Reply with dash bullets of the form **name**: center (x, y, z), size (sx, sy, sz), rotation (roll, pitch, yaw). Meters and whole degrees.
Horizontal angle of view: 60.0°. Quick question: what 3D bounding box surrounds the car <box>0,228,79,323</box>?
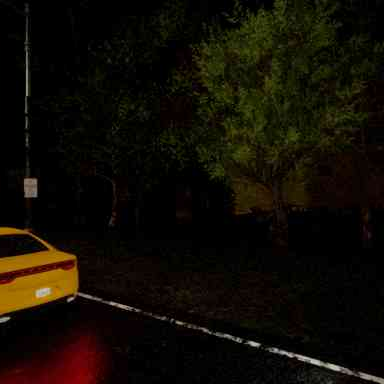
- **car**: center (-4.439, 1.476, 6.866), size (5.008, 1.535, 1.882), rotation (0, 1, 36)
